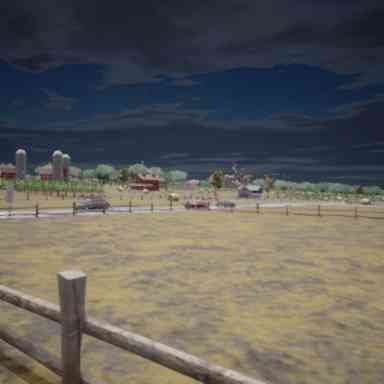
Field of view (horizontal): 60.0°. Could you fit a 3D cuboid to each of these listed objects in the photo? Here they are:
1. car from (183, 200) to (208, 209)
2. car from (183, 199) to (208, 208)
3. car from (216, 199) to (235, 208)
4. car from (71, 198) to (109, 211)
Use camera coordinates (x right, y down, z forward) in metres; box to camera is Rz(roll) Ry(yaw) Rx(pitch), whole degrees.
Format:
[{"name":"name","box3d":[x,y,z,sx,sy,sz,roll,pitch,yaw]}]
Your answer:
[{"name":"car","box3d":[0.637,2.057,53.782,1.895,1.301,4.718,3,1,36]},{"name":"car","box3d":[0.667,2.015,58.624,1.895,1.301,4.718,3,1,36]},{"name":"car","box3d":[6.250,2.123,61.654,2.128,1.511,4.902,3,1,36]},{"name":"car","box3d":[-12.396,1.519,40.628,1.837,1.490,4.892,3,1,36]}]
